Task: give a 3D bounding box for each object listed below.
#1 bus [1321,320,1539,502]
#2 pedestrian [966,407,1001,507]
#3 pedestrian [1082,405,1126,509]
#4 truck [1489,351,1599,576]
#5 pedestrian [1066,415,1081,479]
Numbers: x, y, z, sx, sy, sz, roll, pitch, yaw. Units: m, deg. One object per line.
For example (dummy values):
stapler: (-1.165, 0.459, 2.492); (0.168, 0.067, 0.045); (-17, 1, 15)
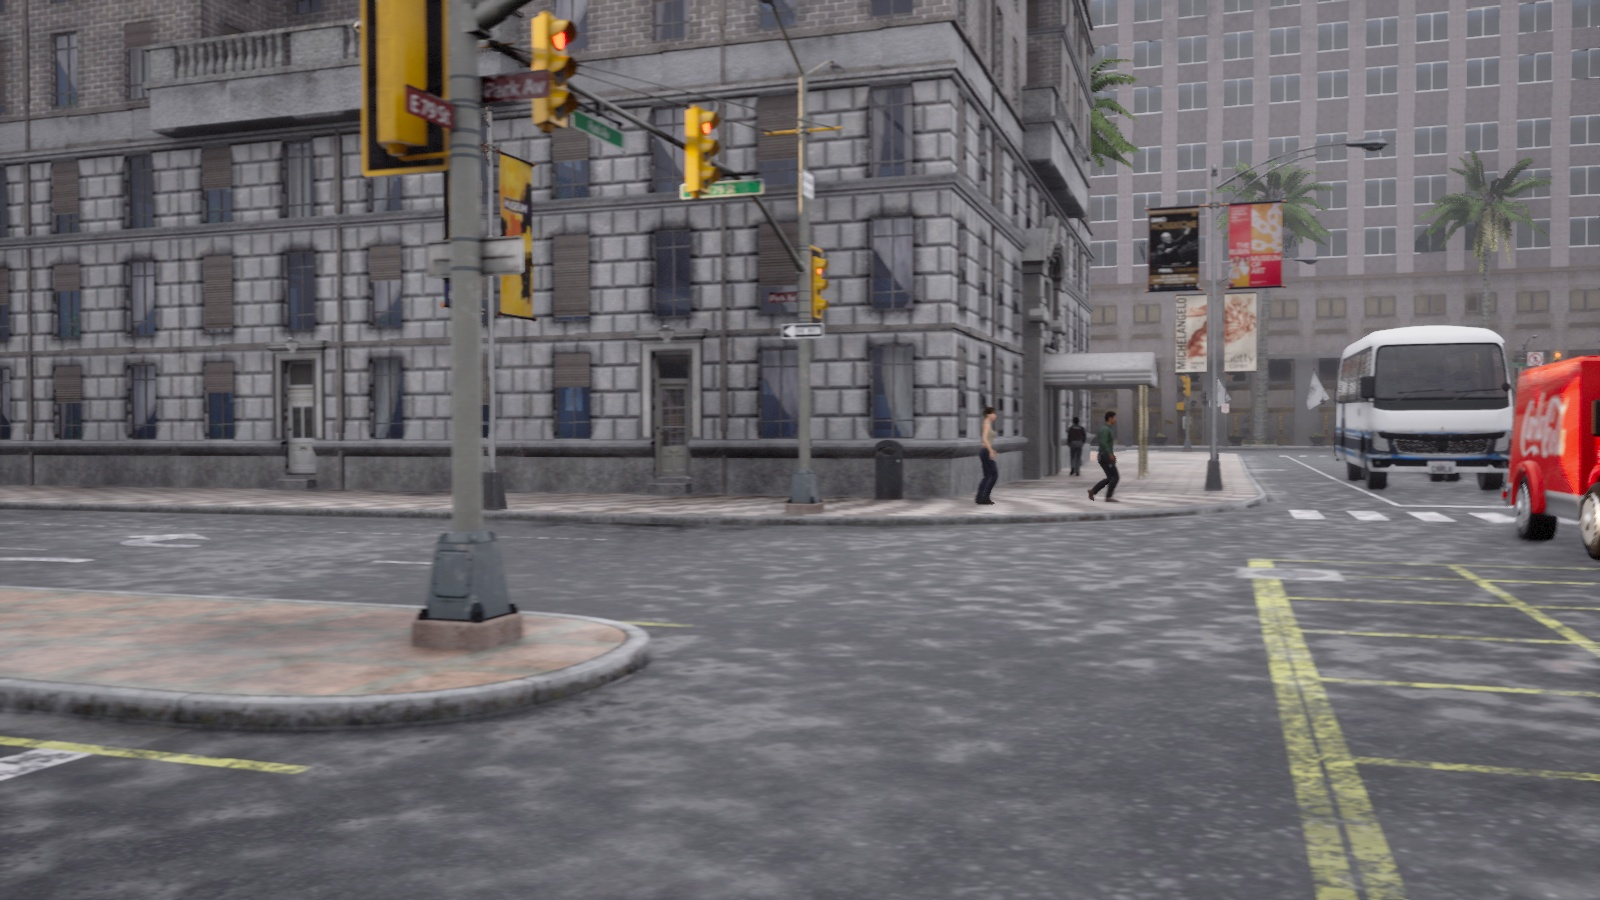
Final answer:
bus: (16.991, -1.043, 34.828); (3.944, 4.253, 10.273); (1, 2, 19)
pedestrian: (3.402, 0.123, 23.301); (0.594, 1.836, 0.345); (0, 1, 2)
pedestrian: (5.787, 0.122, 23.929); (0.788, 1.949, 0.423); (0, 1, 12)
truck: (10.727, 0.127, 15.842); (2.627, 2.467, 5.204); (1, 1, 18)
pedestrian: (8.300, -0.096, 38.100); (0.402, 1.930, 0.666); (0, 1, 11)
